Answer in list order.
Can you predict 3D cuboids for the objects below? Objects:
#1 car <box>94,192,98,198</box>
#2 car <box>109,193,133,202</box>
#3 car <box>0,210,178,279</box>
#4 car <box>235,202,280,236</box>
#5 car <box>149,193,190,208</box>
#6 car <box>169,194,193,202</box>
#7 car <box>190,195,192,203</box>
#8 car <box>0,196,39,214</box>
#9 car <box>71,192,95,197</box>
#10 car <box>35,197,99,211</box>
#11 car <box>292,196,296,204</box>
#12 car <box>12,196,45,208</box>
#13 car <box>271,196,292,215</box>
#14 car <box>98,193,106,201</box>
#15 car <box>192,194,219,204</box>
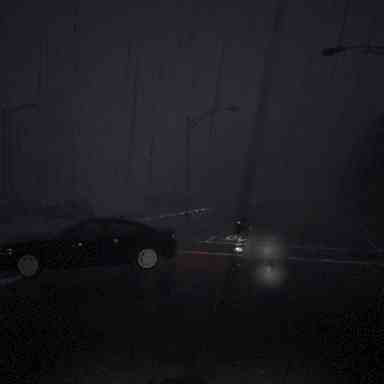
[{"bbox_3d":[-21.979,1.295,67.974,3.806,1.475,1.970,0,0,18],"label":"car"},{"bbox_3d":[-13.927,1.042,65.314,4.605,1.855,1.932,0,0,18],"label":"car"},{"bbox_3d":[-2.927,1.475,9.924,5.008,1.535,1.882,0,0,-19],"label":"car"},{"bbox_3d":[3.658,1.510,18.558,1.812,1.442,4.674,0,0,19],"label":"car"},{"bbox_3d":[-3.044,1.072,41.795,4.605,1.855,1.932,0,0,18],"label":"car"},{"bbox_3d":[-2.229,1.253,68.713,4.514,1.523,2.007,0,0,18],"label":"car"},{"bbox_3d":[-2.511,1.050,44.681,3.866,1.878,1.905,0,0,18],"label":"car"},{"bbox_3d":[-15.171,1.354,29.404,3.806,1.475,1.970,0,0,18],"label":"car"},{"bbox_3d":[-18.562,1.246,53.730,4.514,1.523,2.007,0,0,18],"label":"car"},{"bbox_3d":[-9.083,1.355,24.219,3.633,1.501,1.845,0,0,18],"label":"car"},{"bbox_3d":[19.212,1.460,64.906,2.128,1.511,4.902,0,0,19],"label":"car"},{"bbox_3d":[-21.779,1.271,44.270,3.633,1.501,1.845,0,0,18],"label":"car"},{"bbox_3d":[8.903,1.480,34.164,1.837,1.490,4.892,0,1,19],"label":"car"},{"bbox_3d":[-20.342,1.010,70.932,3.866,1.878,1.905,0,0,18],"label":"car"},{"bbox_3d":[1.557,1.122,56.812,5.027,1.636,2.152,0,0,18],"label":"car"}]
